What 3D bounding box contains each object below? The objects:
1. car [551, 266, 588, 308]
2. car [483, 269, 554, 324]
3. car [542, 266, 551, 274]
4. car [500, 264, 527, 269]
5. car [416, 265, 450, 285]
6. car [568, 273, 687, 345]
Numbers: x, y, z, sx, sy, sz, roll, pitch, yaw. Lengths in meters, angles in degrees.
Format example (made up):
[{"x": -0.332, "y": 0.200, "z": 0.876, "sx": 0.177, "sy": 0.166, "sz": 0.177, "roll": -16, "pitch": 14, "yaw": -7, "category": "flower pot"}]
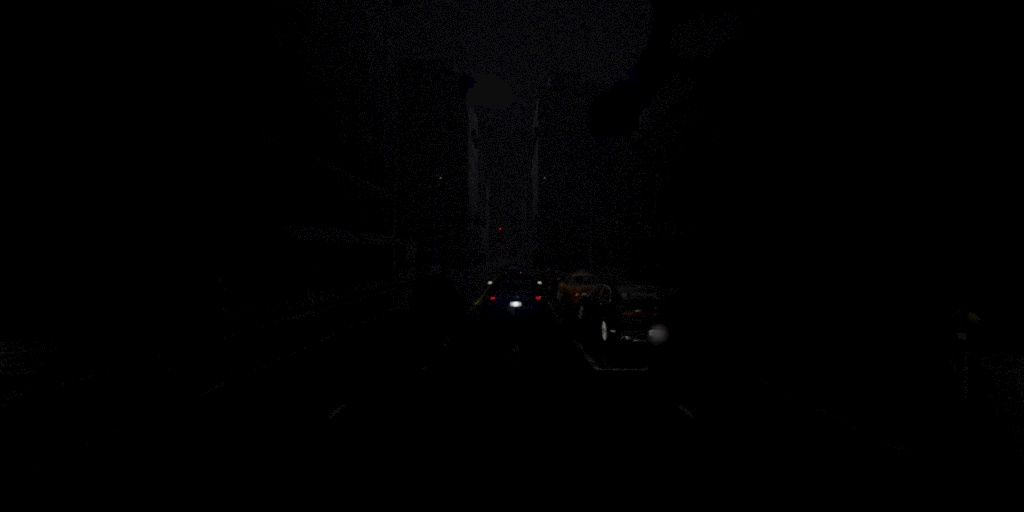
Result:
[{"x": 2.875, "y": 1.280, "z": 15.037, "sx": 1.751, "sy": 1.417, "sz": 4.829, "roll": 0, "pitch": 0, "yaw": 0, "category": "car"}, {"x": 0.101, "y": 1.318, "z": 12.078, "sx": 1.994, "sy": 1.385, "sz": 4.181, "roll": 0, "pitch": 0, "yaw": 0, "category": "car"}, {"x": 2.877, "y": 1.321, "z": 20.454, "sx": 1.948, "sy": 1.339, "sz": 4.313, "roll": 0, "pitch": 0, "yaw": 0, "category": "car"}, {"x": 0.100, "y": 1.283, "z": 26.360, "sx": 1.812, "sy": 1.442, "sz": 4.674, "roll": 0, "pitch": 0, "yaw": 0, "category": "car"}, {"x": -5.667, "y": 1.301, "z": 26.039, "sx": 1.888, "sy": 1.381, "sz": 4.507, "roll": 0, "pitch": 0, "yaw": 0, "category": "car"}, {"x": 2.873, "y": 1.303, "z": 9.281, "sx": 2.007, "sy": 1.370, "sz": 4.403, "roll": 0, "pitch": 0, "yaw": 0, "category": "car"}]
